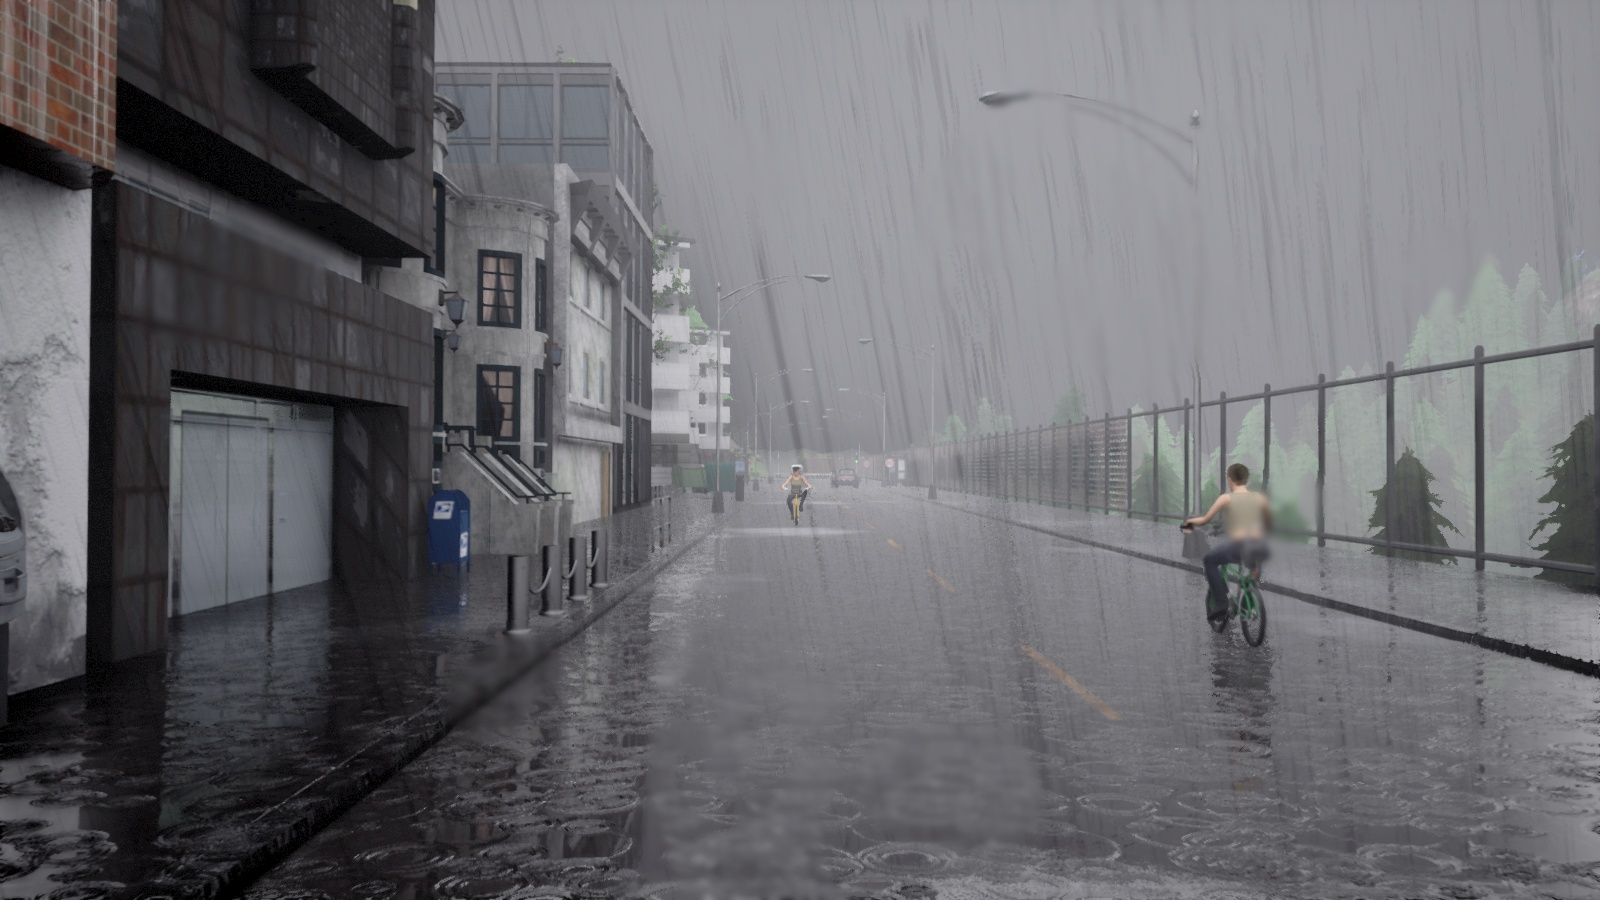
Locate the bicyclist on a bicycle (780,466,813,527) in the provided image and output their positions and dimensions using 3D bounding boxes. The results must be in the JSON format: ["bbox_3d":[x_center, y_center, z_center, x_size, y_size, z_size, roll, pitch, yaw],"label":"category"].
[{"bbox_3d":[-0.089,1.243,34.134,0.866,1.612,1.509,0,-1,0],"label":"bicyclist on a bicycle"}]

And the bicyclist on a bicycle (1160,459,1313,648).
[{"bbox_3d":[3.963,0.899,11.531,0.866,1.612,1.509,0,-1,0],"label":"bicyclist on a bicycle"}]
